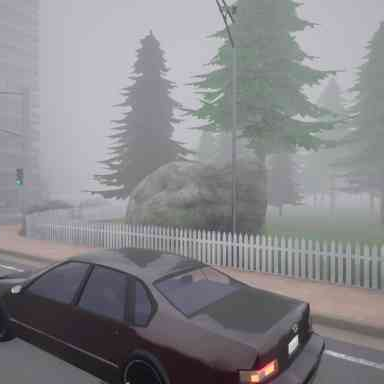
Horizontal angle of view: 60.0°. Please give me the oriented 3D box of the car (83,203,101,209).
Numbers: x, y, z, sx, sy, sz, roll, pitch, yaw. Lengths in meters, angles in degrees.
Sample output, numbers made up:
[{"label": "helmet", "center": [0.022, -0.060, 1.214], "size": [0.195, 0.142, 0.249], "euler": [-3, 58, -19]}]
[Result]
[{"label": "car", "center": [-13.586, 1.545, 44.429], "size": [1.895, 1.301, 4.718], "euler": [0, 0, 3]}]

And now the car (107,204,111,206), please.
[{"label": "car", "center": [-14.333, 1.296, 54.215], "size": [2.097, 1.767, 4.553], "euler": [0, 0, -12]}]

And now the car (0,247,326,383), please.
[{"label": "car", "center": [-1.046, 1.547, 4.736], "size": [5.357, 1.411, 2.033], "euler": [0, 0, 35]}]

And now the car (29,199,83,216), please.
[{"label": "car", "center": [-12.783, 1.470, 31.040], "size": [1.812, 1.442, 4.674], "euler": [0, 0, 24]}]
